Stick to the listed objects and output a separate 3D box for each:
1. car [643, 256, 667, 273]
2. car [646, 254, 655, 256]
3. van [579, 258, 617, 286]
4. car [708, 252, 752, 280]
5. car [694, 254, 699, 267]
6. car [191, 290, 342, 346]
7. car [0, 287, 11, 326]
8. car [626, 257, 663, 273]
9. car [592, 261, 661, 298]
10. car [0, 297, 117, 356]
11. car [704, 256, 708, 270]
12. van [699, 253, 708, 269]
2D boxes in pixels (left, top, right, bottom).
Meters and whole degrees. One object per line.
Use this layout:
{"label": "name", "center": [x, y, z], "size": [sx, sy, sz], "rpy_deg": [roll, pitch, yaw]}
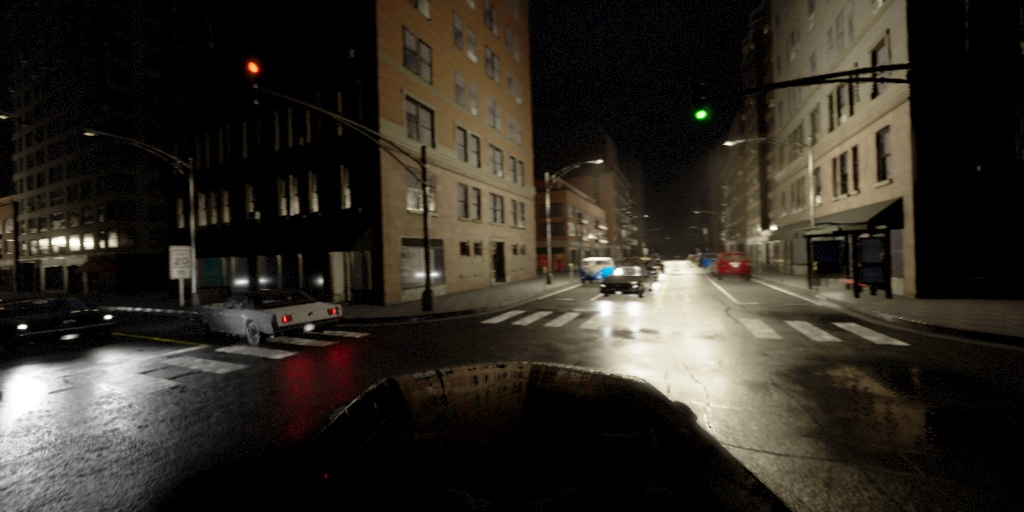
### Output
{"label": "car", "center": [14.213, 1.006, 35.905], "size": [1.994, 1.385, 4.181], "rpy_deg": [-2, 0, 24]}
{"label": "car", "center": [21.527, 0.850, 57.883], "size": [2.007, 1.370, 4.403], "rpy_deg": [0, 0, 25]}
{"label": "van", "center": [5.657, 1.000, 23.529], "size": [1.690, 1.789, 3.998], "rpy_deg": [0, 0, 25]}
{"label": "car", "center": [15.285, 0.683, 25.038], "size": [2.192, 1.841, 5.009], "rpy_deg": [0, 0, 25]}
{"label": "car", "center": [24.331, 0.478, 44.680], "size": [2.192, 1.841, 5.009], "rpy_deg": [0, 0, 25]}
{"label": "car", "center": [-7.226, 1.648, 10.396], "size": [4.718, 1.301, 1.895], "rpy_deg": [-2, 0, 29]}
{"label": "car", "center": [-22.659, 2.087, 14.467], "size": [5.008, 1.535, 1.882], "rpy_deg": [-2, 0, 24]}
{"label": "car", "center": [9.966, 1.043, 26.781], "size": [1.837, 1.490, 4.892], "rpy_deg": [-2, 0, 25]}
{"label": "car", "center": [5.860, 1.178, 17.848], "size": [2.033, 1.411, 5.357], "rpy_deg": [-2, 0, 29]}
{"label": "car", "center": [-13.539, 1.869, 10.266], "size": [4.718, 1.301, 1.895], "rpy_deg": [-2, 0, 25]}
{"label": "car", "center": [17.546, 0.867, 29.948], "size": [2.007, 1.370, 4.403], "rpy_deg": [0, 0, 25]}
{"label": "van", "center": [22.069, 0.555, 39.769], "size": [1.690, 1.789, 3.998], "rpy_deg": [0, 0, 25]}
